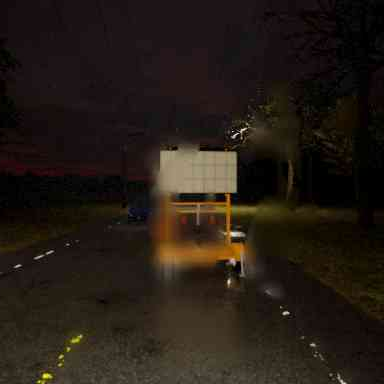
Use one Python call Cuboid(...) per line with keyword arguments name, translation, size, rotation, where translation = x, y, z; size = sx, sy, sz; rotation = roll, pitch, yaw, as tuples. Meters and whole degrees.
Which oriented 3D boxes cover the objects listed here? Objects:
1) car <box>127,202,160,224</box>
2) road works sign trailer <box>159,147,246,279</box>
Cuboid(name="car", translation=(-3.545, 1.478, 24.907), size=(1.882, 1.535, 5.008), rotation=(0, 0, 0))
Cuboid(name="road works sign trailer", translation=(0.177, 0.461, 10.104), size=(2.380, 3.560, 2.880), rotation=(0, 0, -8))
